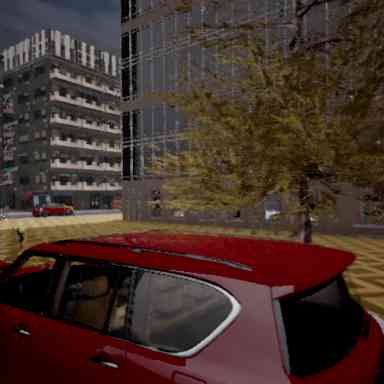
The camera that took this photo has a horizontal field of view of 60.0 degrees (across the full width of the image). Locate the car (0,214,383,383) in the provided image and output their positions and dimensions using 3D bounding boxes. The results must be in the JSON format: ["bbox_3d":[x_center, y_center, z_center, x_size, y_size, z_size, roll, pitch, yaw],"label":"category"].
[{"bbox_3d":[-0.768,1.329,3.434,5.009,1.841,2.192,0,-1,36],"label":"car"}]

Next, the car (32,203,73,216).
[{"bbox_3d":[-14.881,1.925,35.795,1.967,1.590,4.097,-2,-2,35],"label":"car"}]

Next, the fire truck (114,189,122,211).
[{"bbox_3d":[-8.751,1.198,54.391,2.891,3.827,8.468,-1,-2,35],"label":"fire truck"}]

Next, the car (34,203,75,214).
[{"bbox_3d":[-18.537,2.220,45.049,1.752,1.417,4.829,-2,-2,35],"label":"car"}]
